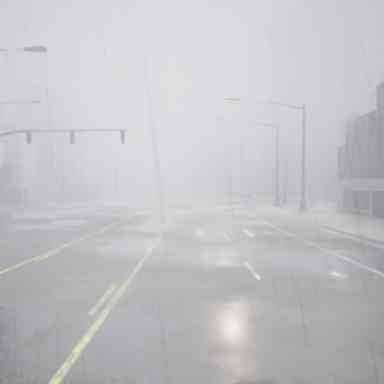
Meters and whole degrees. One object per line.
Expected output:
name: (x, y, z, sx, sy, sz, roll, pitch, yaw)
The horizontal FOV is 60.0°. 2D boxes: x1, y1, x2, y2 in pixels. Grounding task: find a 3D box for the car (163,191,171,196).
car: (-7.002, 0.411, 93.251, 2.033, 1.411, 5.357, 0, 1, 0)
